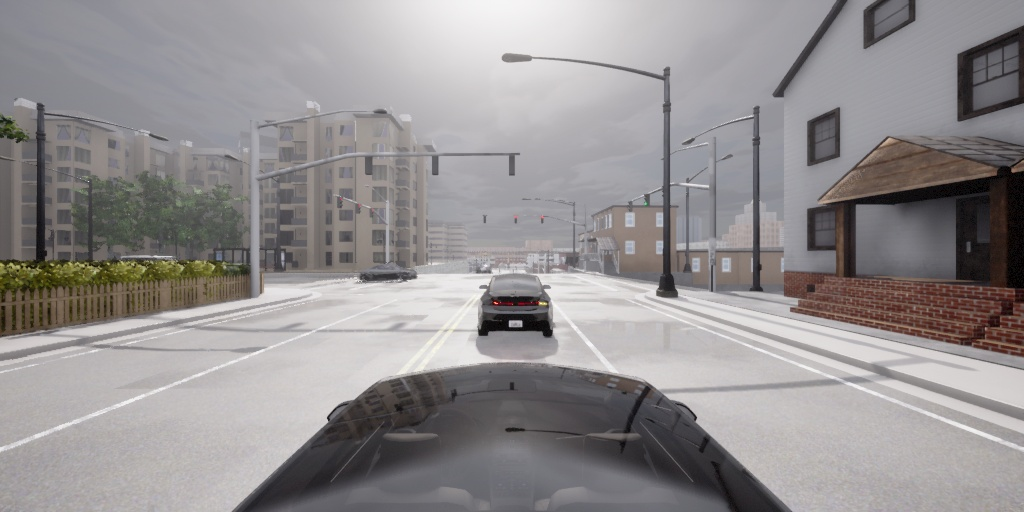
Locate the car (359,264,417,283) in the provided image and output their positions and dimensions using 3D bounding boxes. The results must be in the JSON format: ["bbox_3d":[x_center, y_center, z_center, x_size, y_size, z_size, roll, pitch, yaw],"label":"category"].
[{"bbox_3d":[-9.465,1.306,27.534,4.181,1.385,1.994,0,0,-10],"label":"car"}]

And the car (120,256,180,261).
[{"bbox_3d":[-26.622,0.975,27.141,5.566,2.045,2.150,0,0,1],"label":"car"}]

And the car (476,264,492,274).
[{"bbox_3d":[-3.618,1.755,47.174,2.128,1.511,4.902,0,-5,0],"label":"car"}]

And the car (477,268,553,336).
[{"bbox_3d":[0.092,1.255,10.360,1.837,1.490,4.892,0,0,0],"label":"car"}]
